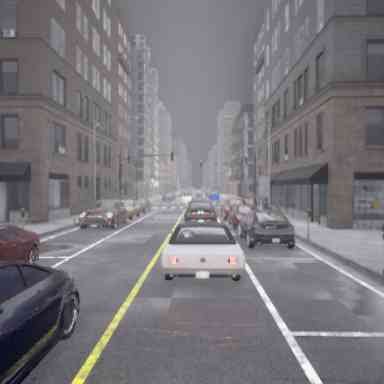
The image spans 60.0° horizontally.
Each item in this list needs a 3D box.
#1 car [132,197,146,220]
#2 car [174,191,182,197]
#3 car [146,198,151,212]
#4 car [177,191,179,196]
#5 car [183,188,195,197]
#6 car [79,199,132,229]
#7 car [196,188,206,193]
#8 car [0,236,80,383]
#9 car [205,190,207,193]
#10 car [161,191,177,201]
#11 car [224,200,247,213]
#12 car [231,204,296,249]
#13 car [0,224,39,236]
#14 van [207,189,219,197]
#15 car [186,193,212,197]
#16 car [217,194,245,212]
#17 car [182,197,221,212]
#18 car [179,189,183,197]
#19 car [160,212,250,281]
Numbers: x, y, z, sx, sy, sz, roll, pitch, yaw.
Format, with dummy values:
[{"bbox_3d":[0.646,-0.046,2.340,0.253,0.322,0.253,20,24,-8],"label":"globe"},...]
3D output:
[{"bbox_3d":[-4.888,1.217,24.501,1.752,1.417,4.829,0,1,1],"label":"car"},{"bbox_3d":[-3.578,0.486,85.663,1.947,1.339,4.313,0,1,1],"label":"car"},{"bbox_3d":[-4.766,1.172,30.188,2.008,1.369,4.403,0,1,1],"label":"car"},{"bbox_3d":[-4.065,0.756,62.941,1.887,1.381,4.507,0,1,1],"label":"car"},{"bbox_3d":[-0.958,0.285,84.862,2.097,1.767,4.553,0,1,1],"label":"car"},{"bbox_3d":[-5.002,1.198,19.154,1.967,1.590,4.097,0,1,1],"label":"car"},{"bbox_3d":[1.800,0.439,85.193,2.033,1.411,5.357,0,1,1],"label":"car"},{"bbox_3d":[-2.795,1.516,3.621,1.994,1.385,4.181,0,1,1],"label":"car"},{"bbox_3d":[4.080,0.726,68.458,1.802,1.307,4.206,0,1,1],"label":"car"},{"bbox_3d":[-4.187,0.833,57.261,2.008,1.369,4.403,0,1,1],"label":"car"},{"bbox_3d":[3.021,1.344,18.992,1.802,1.307,4.206,0,1,1],"label":"car"},{"bbox_3d":[2.903,1.382,13.474,2.008,1.369,4.403,0,1,1],"label":"car"},{"bbox_3d":[-5.238,1.477,8.122,1.802,1.307,4.206,0,1,1],"label":"car"},{"bbox_3d":[3.837,0.628,57.096,1.690,1.788,3.998,0,1,1],"label":"van"},{"bbox_3d":[0.619,1.130,29.970,1.837,1.490,4.892,0,1,1],"label":"car"},{"bbox_3d":[3.139,1.134,24.507,1.967,1.590,4.097,0,1,1],"label":"car"},{"bbox_3d":[0.501,1.258,19.688,1.837,1.490,4.892,0,1,1],"label":"car"},{"bbox_3d":[-3.704,0.522,79.812,1.752,1.417,4.829,0,1,1],"label":"car"},{"bbox_3d":[0.281,1.482,9.422,1.895,1.301,4.718,0,1,1],"label":"car"}]
